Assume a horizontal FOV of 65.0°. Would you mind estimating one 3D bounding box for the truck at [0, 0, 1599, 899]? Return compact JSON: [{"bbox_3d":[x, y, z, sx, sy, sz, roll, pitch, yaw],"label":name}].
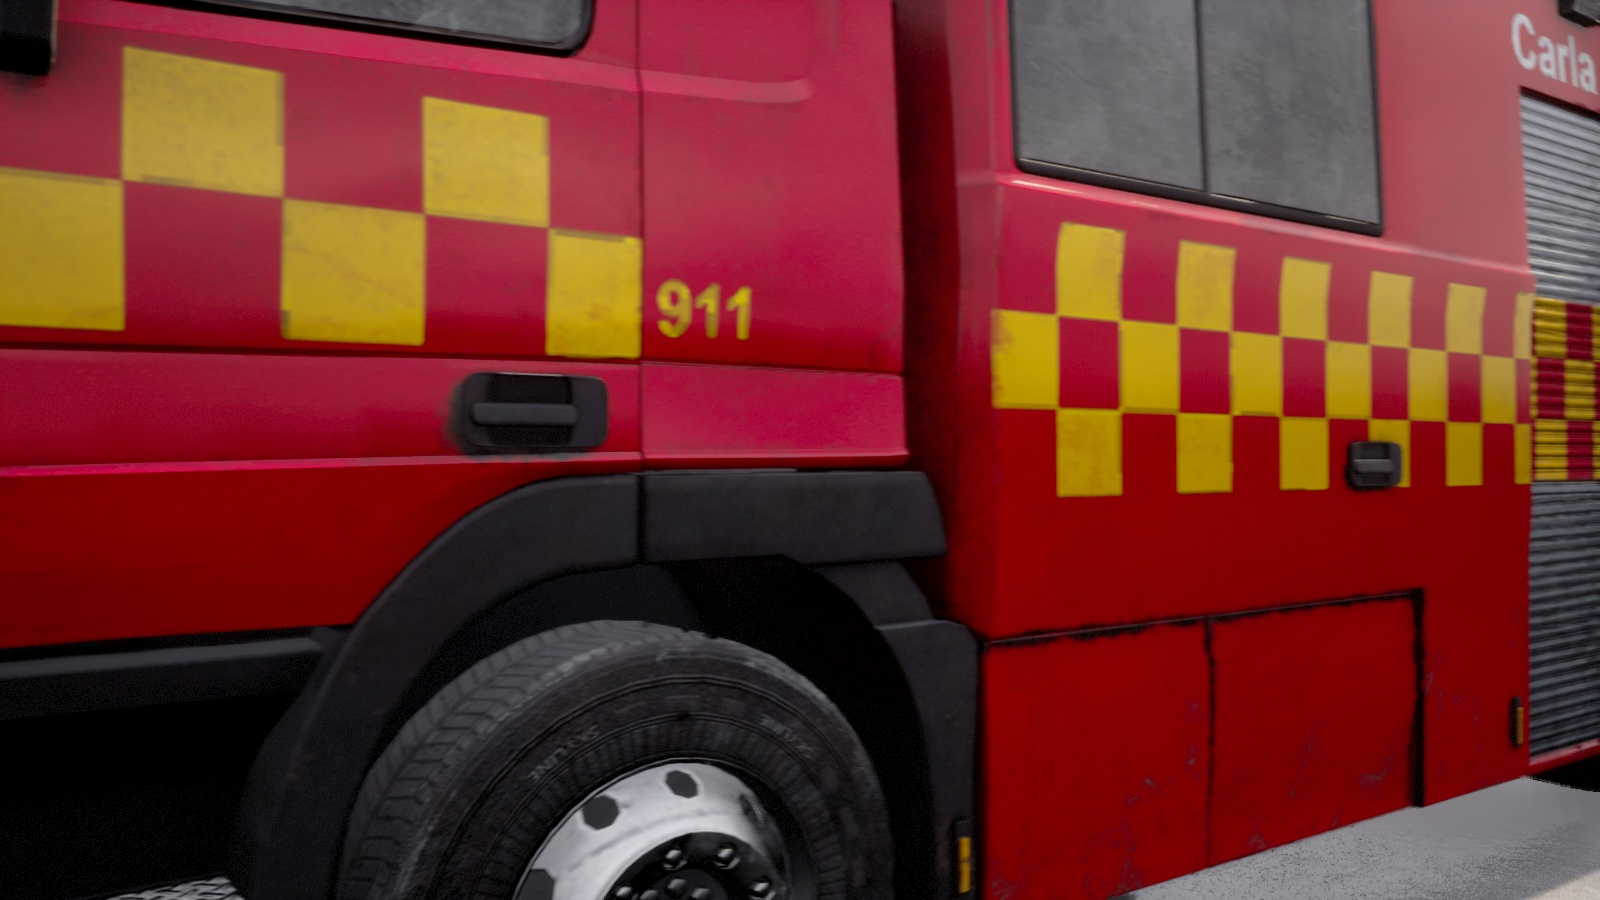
[{"bbox_3d":[0.824,-0.410,4.814,8.468,3.827,2.891,0,0,-35],"label":"truck"}]
